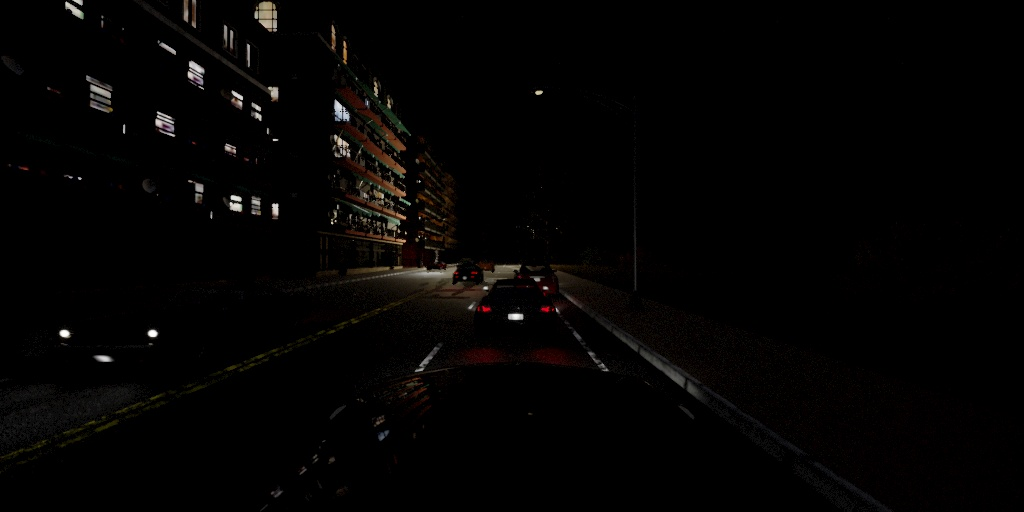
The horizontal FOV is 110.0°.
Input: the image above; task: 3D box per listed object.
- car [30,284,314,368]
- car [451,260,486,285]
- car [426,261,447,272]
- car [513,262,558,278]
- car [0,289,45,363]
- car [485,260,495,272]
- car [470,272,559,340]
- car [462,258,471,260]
[{"bbox_3d":[-6.596,1.351,8.002,1.895,1.301,4.718,0,0,0],"label":"car"},{"bbox_3d":[-3.134,1.277,26.114,1.812,1.442,4.674,0,0,0],"label":"car"},{"bbox_3d":[-9.818,1.351,46.729,1.895,1.301,4.718,0,0,0],"label":"car"},{"bbox_3d":[1.148,1.103,18.524,2.097,1.767,4.553,0,0,0],"label":"car"},{"bbox_3d":[-9.848,1.255,5.338,1.837,1.490,4.892,0,0,0],"label":"car"},{"bbox_3d":[-3.119,1.228,44.492,1.882,1.535,5.008,0,0,0],"label":"car"},{"bbox_3d":[0.100,1.315,9.944,1.994,1.385,4.181,0,0,0],"label":"car"},{"bbox_3d":[-6.561,1.101,50.607,2.097,1.767,4.553,0,0,0],"label":"car"}]
